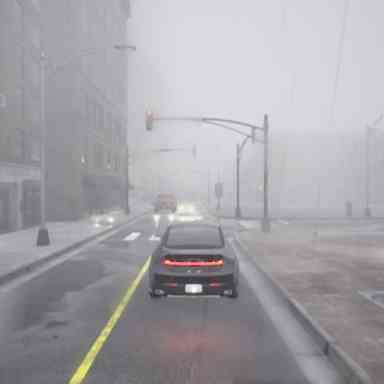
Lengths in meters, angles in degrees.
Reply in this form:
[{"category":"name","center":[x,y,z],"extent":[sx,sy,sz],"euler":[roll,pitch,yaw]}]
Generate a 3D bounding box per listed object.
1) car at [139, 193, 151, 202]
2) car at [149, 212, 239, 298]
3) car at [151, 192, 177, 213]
[{"category":"car","center":[-8.388,1.096,70.079],"extent":[5.566,2.045,2.150],"euler":[0,0,9]},{"category":"car","center":[0.060,1.481,8.409],"extent":[1.837,1.490,4.892],"euler":[0,0,1]},{"category":"car","center":[-2.827,1.129,36.504],"extent":[2.150,2.045,5.566],"euler":[0,0,1]}]
